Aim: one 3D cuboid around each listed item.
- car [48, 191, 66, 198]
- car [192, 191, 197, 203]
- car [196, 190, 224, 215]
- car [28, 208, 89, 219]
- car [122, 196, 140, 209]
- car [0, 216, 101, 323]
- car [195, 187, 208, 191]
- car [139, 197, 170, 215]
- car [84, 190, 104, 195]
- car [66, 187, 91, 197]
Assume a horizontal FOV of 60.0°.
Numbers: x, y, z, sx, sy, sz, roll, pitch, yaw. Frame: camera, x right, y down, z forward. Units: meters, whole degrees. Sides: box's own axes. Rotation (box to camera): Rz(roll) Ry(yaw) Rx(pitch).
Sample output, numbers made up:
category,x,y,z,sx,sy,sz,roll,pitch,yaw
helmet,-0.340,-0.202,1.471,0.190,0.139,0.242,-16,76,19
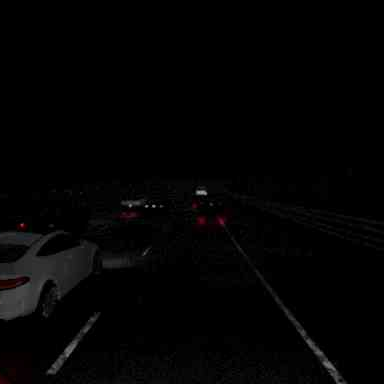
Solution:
category,x,y,z,sx,sy,sz,roll,pitch,yaw
car,-23.093,0.535,57.537,2.128,1.511,4.902,0,2,3
car,1.055,0.874,48.998,1.895,1.301,4.718,0,1,3
car,1.604,1.007,29.125,2.097,1.767,4.553,0,1,1
car,-6.777,1.468,16.938,1.895,1.301,4.718,0,1,1
car,-6.322,1.113,36.810,1.895,1.301,4.718,0,1,2
car,-3.366,1.503,7.066,1.812,1.442,4.674,0,1,0
car,1.862,0.008,65.602,2.150,2.045,5.566,0,2,3
car,-3.032,1.191,29.620,2.033,1.411,5.357,0,1,2
car,-16.148,0.672,56.605,1.895,1.301,4.718,0,2,3
car,-19.529,0.230,58.750,2.150,2.045,5.566,0,2,3
